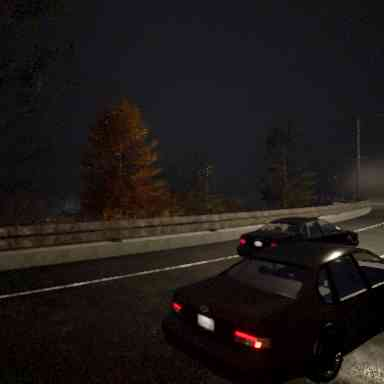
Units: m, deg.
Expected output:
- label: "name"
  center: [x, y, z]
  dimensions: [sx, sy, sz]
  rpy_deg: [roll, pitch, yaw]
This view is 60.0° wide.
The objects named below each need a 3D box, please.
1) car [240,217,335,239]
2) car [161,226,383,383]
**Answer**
- label: "car"
  center: [3.842, 1.577, 11.495]
  dimensions: [5.357, 1.411, 2.033]
  rpy_deg: [0, 0, -41]
- label: "car"
  center: [2.114, 1.561, 5.464]
  dimensions: [5.357, 1.411, 2.033]
  rpy_deg: [0, 0, -39]
